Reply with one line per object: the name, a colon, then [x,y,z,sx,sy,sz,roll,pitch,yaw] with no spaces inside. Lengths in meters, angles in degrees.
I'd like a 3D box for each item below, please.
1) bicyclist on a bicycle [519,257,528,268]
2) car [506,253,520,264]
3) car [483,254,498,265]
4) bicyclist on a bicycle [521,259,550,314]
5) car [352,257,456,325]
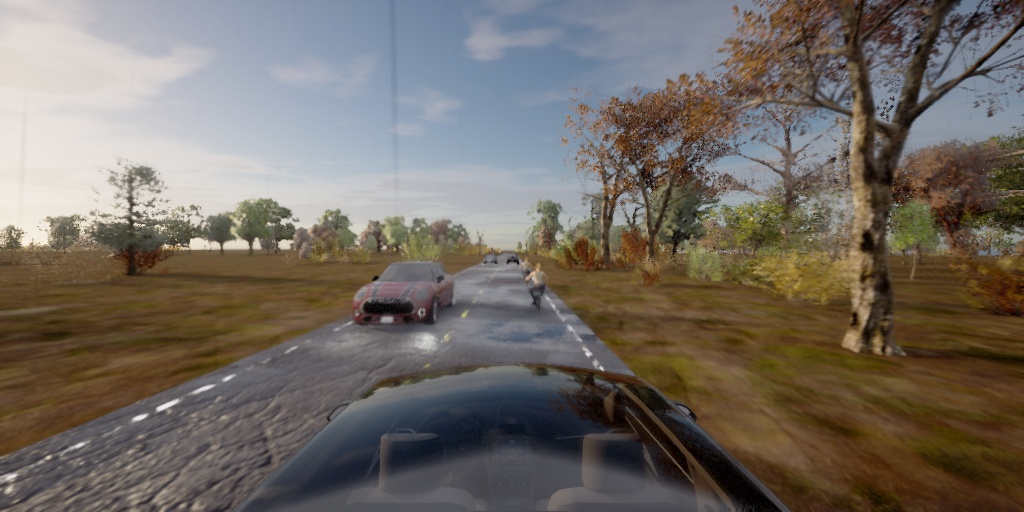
bicyclist on a bicycle: [0.829,0.882,20.695,0.866,1.612,1.509,-1,1,0]
car: [0.105,0.416,54.371,1.837,1.490,4.892,0,1,0]
car: [-3.050,0.454,51.181,2.128,1.511,4.902,0,1,0]
bicyclist on a bicycle: [0.857,1.025,11.875,0.866,1.612,1.509,0,1,0]
car: [-3.092,0.953,11.124,2.097,1.767,4.553,0,1,0]
